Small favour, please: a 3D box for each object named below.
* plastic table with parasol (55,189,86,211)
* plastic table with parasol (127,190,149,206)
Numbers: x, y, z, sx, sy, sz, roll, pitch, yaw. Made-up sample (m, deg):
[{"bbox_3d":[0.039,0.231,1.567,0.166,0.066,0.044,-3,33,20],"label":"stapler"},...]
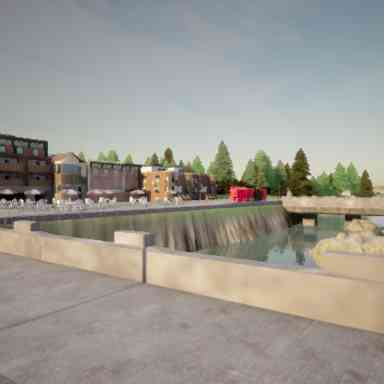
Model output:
[{"bbox_3d":[-14.231,0.924,38.954,2.482,2.480,2.482,0,0,36],"label":"plastic table with parasol"},{"bbox_3d":[-8.433,0.924,52.003,2.482,2.480,2.482,0,0,36],"label":"plastic table with parasol"}]
